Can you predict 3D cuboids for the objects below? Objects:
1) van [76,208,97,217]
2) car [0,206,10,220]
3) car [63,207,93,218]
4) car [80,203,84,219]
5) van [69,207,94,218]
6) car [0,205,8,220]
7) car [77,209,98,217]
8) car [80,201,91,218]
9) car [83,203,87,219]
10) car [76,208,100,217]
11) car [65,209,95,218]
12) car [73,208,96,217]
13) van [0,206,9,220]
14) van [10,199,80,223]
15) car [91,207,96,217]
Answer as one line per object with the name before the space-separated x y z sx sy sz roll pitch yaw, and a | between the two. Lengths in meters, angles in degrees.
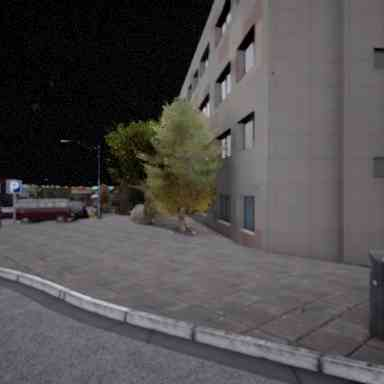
van | -23.796 4.587 75.280 4.442 1.987 1.878 0 -4 -14
car | -23.766 2.865 42.816 1.882 1.535 5.008 0 -4 -14
car | -19.203 3.486 56.304 4.553 1.767 2.185 0 -4 -14
car | -12.379 1.952 29.277 4.792 1.488 2.163 0 -3 -14
van | -21.316 3.901 64.403 4.442 1.987 1.878 0 -4 -14
car | -29.742 2.988 47.641 5.566 2.045 2.435 0 -4 -14
car | -25.292 5.029 80.648 4.553 1.767 2.185 0 -4 -14
car | -13.788 1.989 34.671 5.566 2.045 2.435 0 -4 -14
car | -13.095 2.076 32.014 5.008 1.535 2.097 0 -4 -14
car | -25.913 5.076 83.376 5.566 2.045 2.435 0 -4 -14
car | -19.853 3.784 59.006 4.892 1.521 2.231 0 -4 -14
car | -22.526 4.344 69.844 4.553 1.767 2.185 0 -4 -14
van | -30.504 3.185 50.321 4.442 1.987 1.878 0 -4 -14
van | -11.622 1.569 26.610 4.442 1.987 1.878 0 -3 -14
car | -16.284 2.923 45.528 5.366 1.575 1.946 0 -4 -14
